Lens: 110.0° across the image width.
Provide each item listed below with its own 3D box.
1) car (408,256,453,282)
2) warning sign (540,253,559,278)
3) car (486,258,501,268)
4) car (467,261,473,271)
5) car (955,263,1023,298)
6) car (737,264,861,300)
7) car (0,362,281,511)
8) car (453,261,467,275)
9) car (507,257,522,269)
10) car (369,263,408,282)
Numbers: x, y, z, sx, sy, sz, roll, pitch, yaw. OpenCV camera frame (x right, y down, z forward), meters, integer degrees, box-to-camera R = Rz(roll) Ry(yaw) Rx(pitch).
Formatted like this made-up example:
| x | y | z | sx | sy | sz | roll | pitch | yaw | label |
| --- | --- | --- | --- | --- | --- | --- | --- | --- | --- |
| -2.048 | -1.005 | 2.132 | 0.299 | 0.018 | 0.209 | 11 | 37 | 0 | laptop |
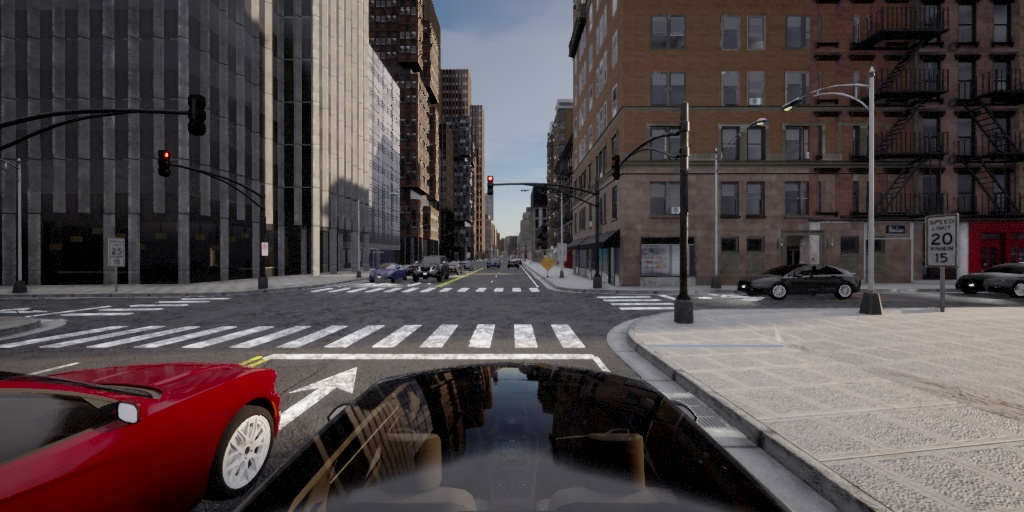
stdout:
| x | y | z | sx | sy | sz | roll | pitch | yaw | label |
| --- | --- | --- | --- | --- | --- | --- | --- | --- | --- |
| -6.547 | 0.977 | 29.496 | 2.150 | 2.045 | 5.566 | 0 | 0 | -1 | car |
| 2.917 | 0.870 | 29.147 | 1.300 | 1.860 | 1.060 | 0 | 0 | 0 | warning sign |
| -3.051 | 1.122 | 59.500 | 2.097 | 1.767 | 4.553 | 0 | 0 | 1 | car |
| -6.471 | 1.328 | 49.374 | 1.994 | 1.385 | 4.181 | 0 | 0 | 0 | car |
| 23.173 | 1.043 | 16.192 | 4.892 | 1.490 | 1.837 | 0 | 0 | 0 | car |
| 12.908 | 1.117 | 16.280 | 4.892 | 1.490 | 1.837 | 0 | 0 | -1 | car |
| -3.153 | 1.228 | 1.428 | 1.882 | 1.535 | 5.008 | 0 | 0 | 0 | car |
| -6.506 | 1.264 | 39.412 | 1.837 | 1.490 | 4.892 | 0 | 0 | 0 | car |
| 0.192 | 1.275 | 58.751 | 1.837 | 1.490 | 4.892 | 0 | 0 | 0 | car |
| -9.784 | 1.281 | 28.742 | 1.812 | 1.442 | 4.674 | 0 | 0 | 0 | car |
